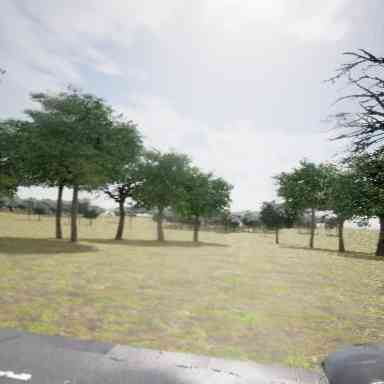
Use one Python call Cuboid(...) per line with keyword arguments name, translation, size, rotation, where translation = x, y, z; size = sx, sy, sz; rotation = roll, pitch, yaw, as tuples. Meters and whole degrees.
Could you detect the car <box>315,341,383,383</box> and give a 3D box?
Cuboid(name="car", translation=(3.696, 2.008, 2.969), size=(4.892, 1.490, 1.837), rotation=(3, -5, 10))
